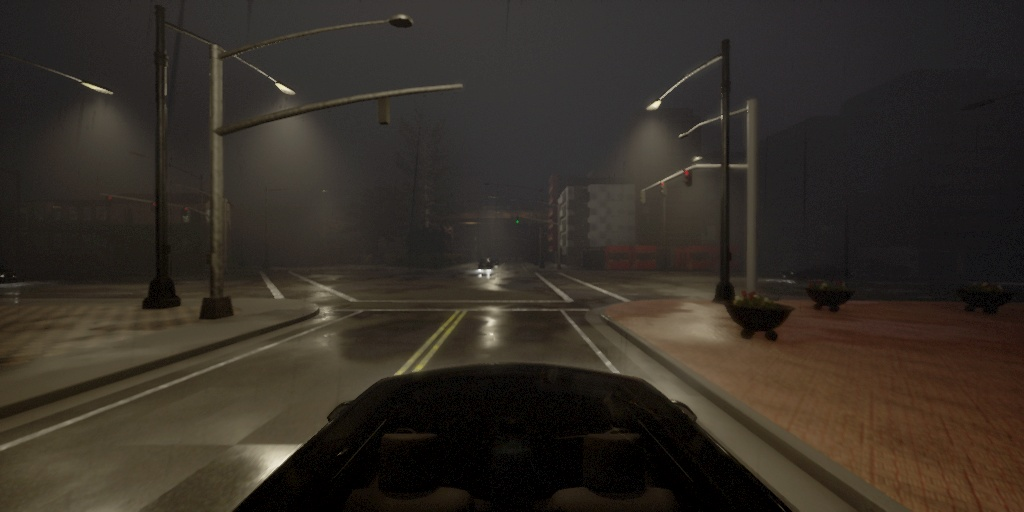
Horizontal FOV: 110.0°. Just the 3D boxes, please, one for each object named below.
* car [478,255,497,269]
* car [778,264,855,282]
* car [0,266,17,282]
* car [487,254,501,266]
[{"bbox_3d":[-3.563,0.974,49.057,2.128,1.511,4.902,0,0,0],"label":"car"},{"bbox_3d":[25.931,1.405,30.620,5.357,1.411,2.033,1,0,0],"label":"car"},{"bbox_3d":[-35.030,0.984,22.957,4.892,1.490,1.837,1,0,0],"label":"car"},{"bbox_3d":[-3.509,0.619,63.436,2.150,2.045,5.566,0,1,1],"label":"car"}]
